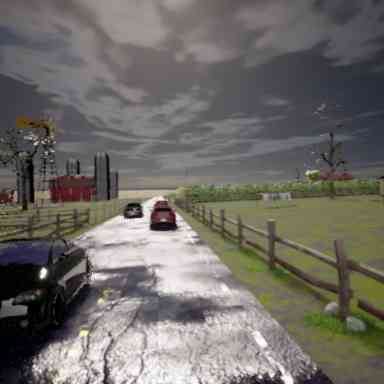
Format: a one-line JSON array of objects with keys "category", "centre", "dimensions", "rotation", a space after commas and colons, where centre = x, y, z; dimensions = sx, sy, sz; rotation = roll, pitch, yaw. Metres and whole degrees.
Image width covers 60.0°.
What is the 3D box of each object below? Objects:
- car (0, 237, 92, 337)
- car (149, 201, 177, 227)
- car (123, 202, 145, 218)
[{"category": "car", "centre": [-3.396, 1.665, 6.849], "dimensions": [1.994, 1.385, 4.181], "rotation": [-1, 0, -5]}, {"category": "car", "centre": [-2.098, 1.680, 24.117], "dimensions": [1.812, 1.442, 4.674], "rotation": [-1, 0, -5]}, {"category": "car", "centre": [-5.882, 1.807, 33.871], "dimensions": [1.812, 1.442, 4.674], "rotation": [-1, 0, -5]}]
